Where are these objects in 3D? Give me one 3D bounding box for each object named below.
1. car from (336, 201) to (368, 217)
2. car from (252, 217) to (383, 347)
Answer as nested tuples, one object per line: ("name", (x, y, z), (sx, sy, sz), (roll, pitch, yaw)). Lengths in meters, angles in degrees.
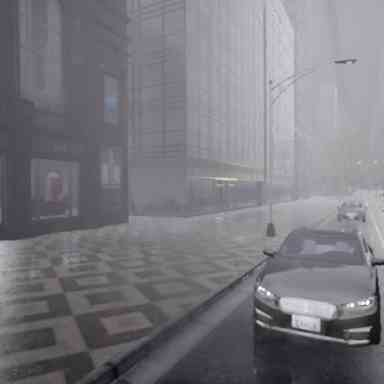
("car", (12.136, 1.466, 25.208), (2.128, 1.511, 4.902), (0, 0, 27))
("car", (2.639, 1.487, 6.633), (2.128, 1.511, 4.902), (0, 0, 27))
